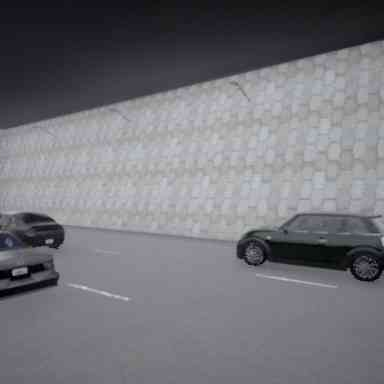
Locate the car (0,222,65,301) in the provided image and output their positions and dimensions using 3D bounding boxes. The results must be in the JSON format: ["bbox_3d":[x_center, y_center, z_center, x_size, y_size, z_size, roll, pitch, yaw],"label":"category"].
[{"bbox_3d":[-5.324,1.568,7.804,5.357,1.411,2.033,0,0,36],"label":"car"}]

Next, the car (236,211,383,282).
[{"bbox_3d":[3.595,1.365,10.011,4.553,1.767,2.097,0,0,36],"label":"car"}]

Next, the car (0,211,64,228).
[{"bbox_3d":[-7.096,1.538,13.376,4.892,1.490,1.837,0,0,36],"label":"car"}]
